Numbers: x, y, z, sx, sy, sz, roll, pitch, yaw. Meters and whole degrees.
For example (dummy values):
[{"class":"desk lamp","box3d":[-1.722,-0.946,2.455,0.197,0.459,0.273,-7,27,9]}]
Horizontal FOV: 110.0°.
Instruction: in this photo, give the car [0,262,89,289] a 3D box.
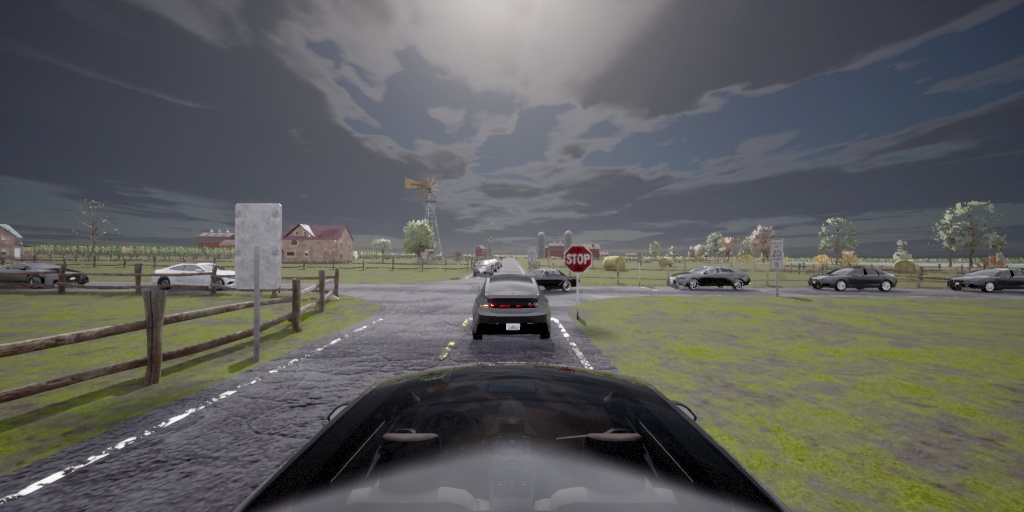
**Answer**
[{"class":"car","box3d":[-26.369,1.048,19.858,4.181,1.385,1.994,1,-1,-1]}]

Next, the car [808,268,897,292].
[{"class":"car","box3d":[22.194,1.499,23.483,4.892,1.490,1.837,1,-1,-1]}]

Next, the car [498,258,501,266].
[{"class":"car","box3d":[-2.865,1.241,46.162,2.128,1.511,4.902,0,0,0]}]

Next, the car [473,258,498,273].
[{"class":"car","box3d":[-2.870,1.243,36.717,2.128,1.511,4.902,0,0,0]}]

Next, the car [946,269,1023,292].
[{"class":"car","box3d":[31.696,1.587,23.606,4.892,1.490,1.837,1,-1,-1]}]

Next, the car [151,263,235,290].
[{"class":"car","box3d":[-17.249,1.104,19.982,4.674,1.442,1.812,1,-1,-1]}]

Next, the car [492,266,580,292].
[{"class":"car","box3d":[1.494,1.369,20.077,4.718,1.301,1.895,1,0,-35]}]

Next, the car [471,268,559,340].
[{"class":"car","box3d":[-0.076,1.256,10.031,1.837,1.490,4.892,0,0,-2]}]

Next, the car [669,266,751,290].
[{"class":"car","box3d":[12.792,1.396,23.309,4.902,1.511,2.128,1,-1,-2]}]
